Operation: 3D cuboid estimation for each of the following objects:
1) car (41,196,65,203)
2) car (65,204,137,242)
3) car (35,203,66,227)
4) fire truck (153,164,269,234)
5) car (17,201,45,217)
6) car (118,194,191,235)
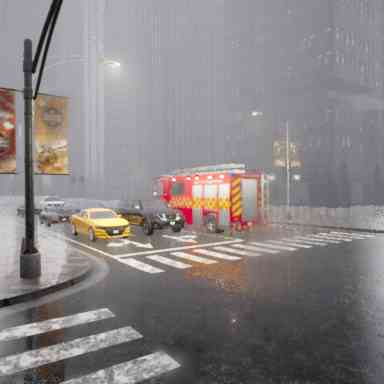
[{"bbox_3d":[-16.963,1.512,40.453,2.150,2.045,5.566,-1,0,-34],"label":"car"},{"bbox_3d":[-5.030,1.637,17.858,1.882,1.535,5.008,-1,0,-35],"label":"car"},{"bbox_3d":[-10.205,1.781,25.208,1.994,1.385,4.181,-1,0,-35],"label":"car"},{"bbox_3d":[0.754,0.439,21.114,2.891,3.827,8.468,-1,0,-35],"label":"fire truck"},{"bbox_3d":[-17.272,1.894,35.234,1.895,1.301,4.718,-1,0,-34],"label":"car"},{"bbox_3d":[-2.717,1.355,20.181,2.150,2.045,5.566,-1,0,-37],"label":"car"}]
